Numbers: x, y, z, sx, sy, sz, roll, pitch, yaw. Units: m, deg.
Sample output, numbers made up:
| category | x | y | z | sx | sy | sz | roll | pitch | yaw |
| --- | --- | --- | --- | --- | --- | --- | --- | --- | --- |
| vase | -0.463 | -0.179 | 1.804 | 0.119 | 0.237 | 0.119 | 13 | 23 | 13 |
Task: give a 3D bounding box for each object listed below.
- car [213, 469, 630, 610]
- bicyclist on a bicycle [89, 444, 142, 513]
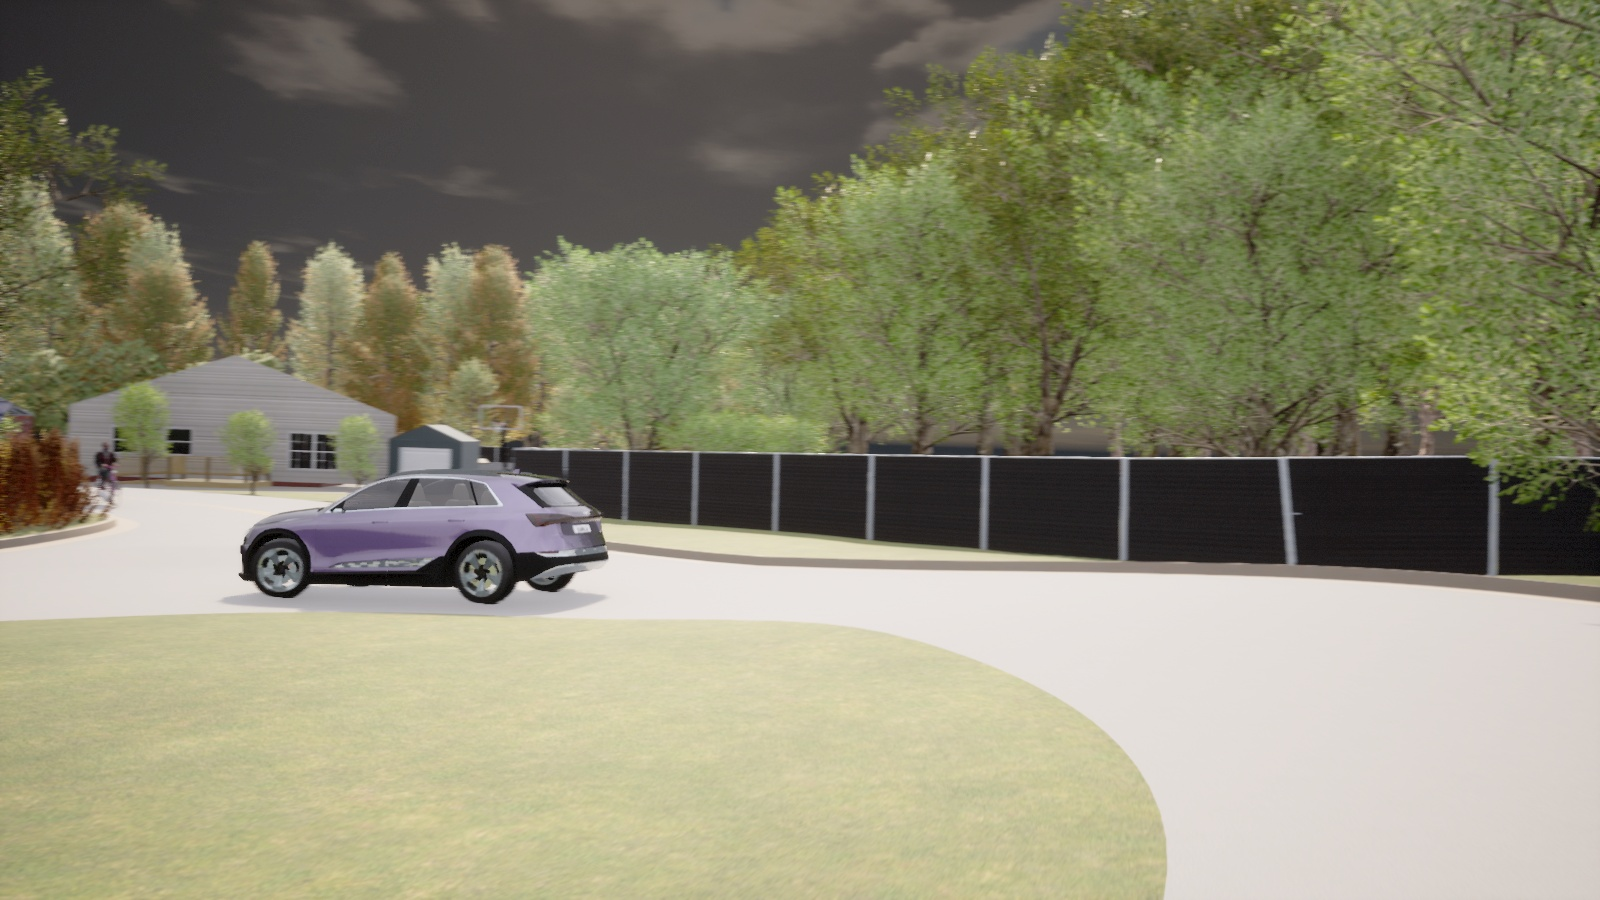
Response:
| category | x | y | z | sx | sy | sz | roll | pitch | yaw |
| --- | --- | --- | --- | --- | --- | --- | --- | --- | --- |
| car | -4.867 | 1.093 | 16.326 | 4.856 | 1.649 | 2.033 | -1 | -1 | 16 |
| bicyclist on a bicycle | -18.266 | 0.743 | 33.497 | 1.843 | 1.776 | 0.659 | 1 | 1 | 43 |
